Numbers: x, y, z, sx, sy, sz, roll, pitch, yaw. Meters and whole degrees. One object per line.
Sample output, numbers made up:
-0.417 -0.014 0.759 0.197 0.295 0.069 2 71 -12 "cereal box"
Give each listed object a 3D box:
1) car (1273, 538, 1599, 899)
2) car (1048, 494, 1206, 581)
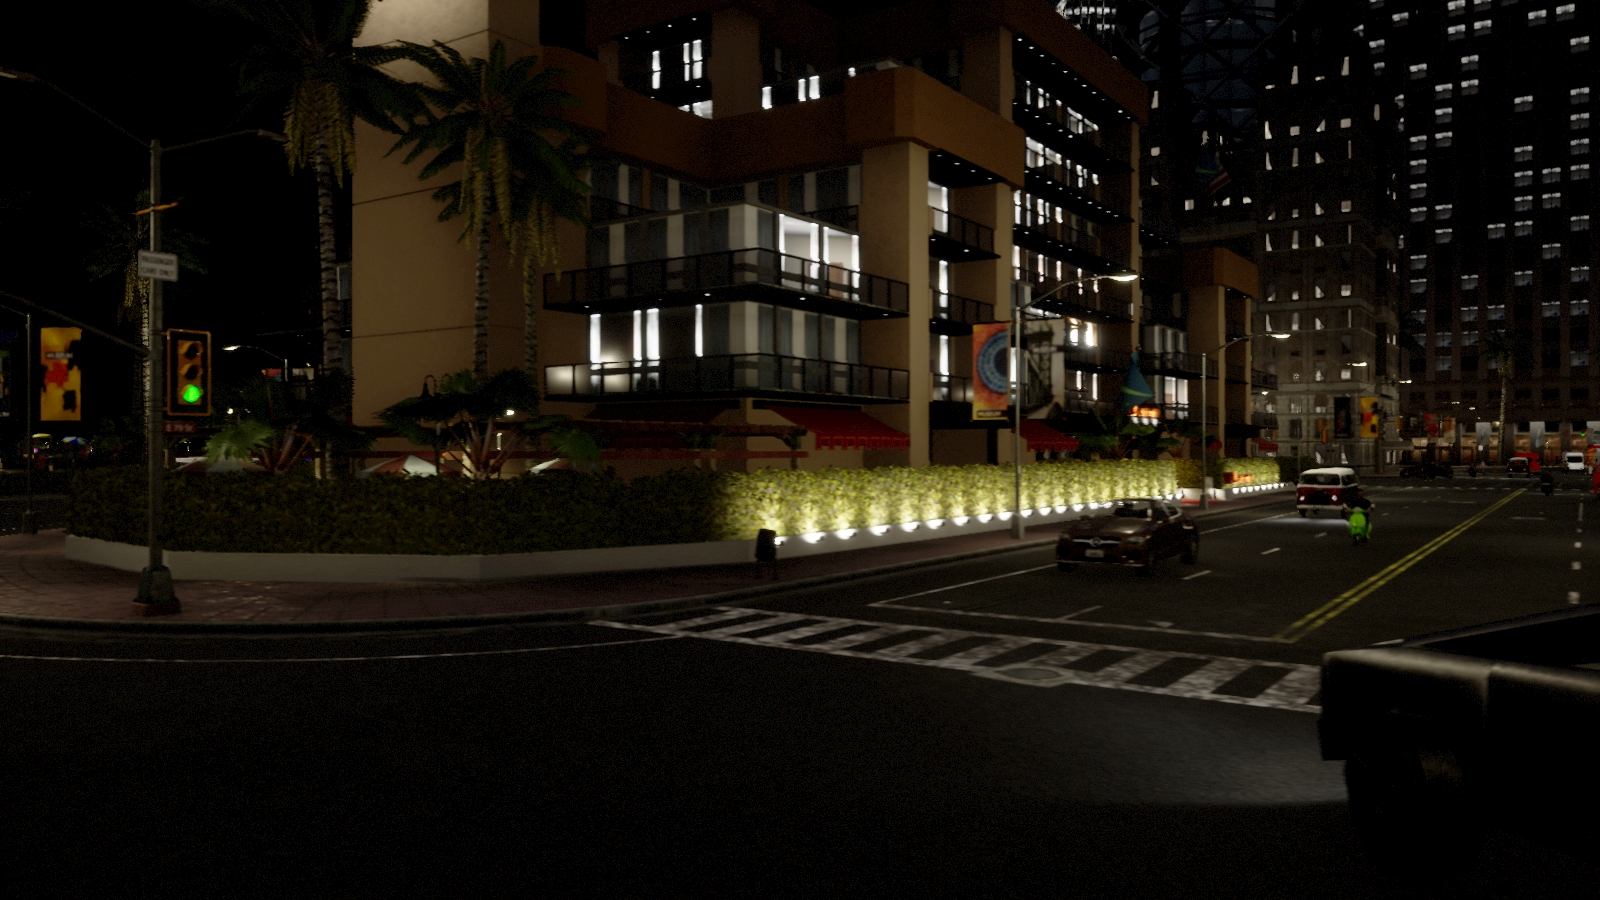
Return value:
5.626 1.753 5.837 2.390 2.098 6.274 0 0 -19 "car"
7.929 1.994 27.323 2.152 1.651 5.027 0 0 34 "car"
